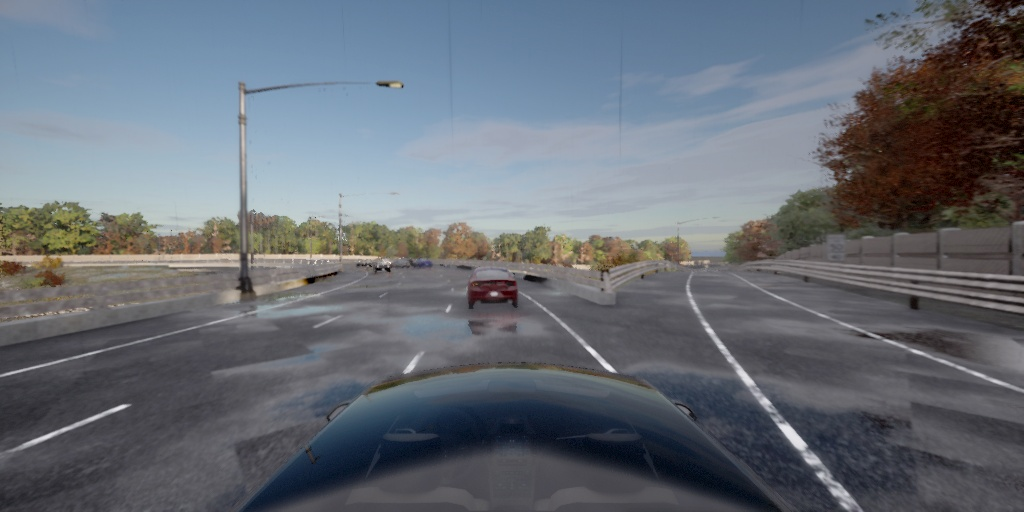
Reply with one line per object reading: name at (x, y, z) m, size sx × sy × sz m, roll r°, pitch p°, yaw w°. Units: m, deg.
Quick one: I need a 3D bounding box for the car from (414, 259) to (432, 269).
car at (-13.987, 1.127, 56.019) m, size 1.882 × 1.535 × 5.008 m, roll -1°, pitch 0°, yaw -31°

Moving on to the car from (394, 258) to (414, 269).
car at (-16.788, 1.234, 53.884) m, size 2.033 × 1.411 × 5.357 m, roll -1°, pitch 0°, yaw -31°

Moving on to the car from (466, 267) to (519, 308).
car at (-0.895, 1.192, 15.086) m, size 1.882 × 1.535 × 5.008 m, roll 0°, pitch 0°, yaw -6°

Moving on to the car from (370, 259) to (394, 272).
car at (-16.423, 1.323, 45.141) m, size 1.895 × 1.301 × 4.718 m, roll -1°, pitch 0°, yaw -24°
